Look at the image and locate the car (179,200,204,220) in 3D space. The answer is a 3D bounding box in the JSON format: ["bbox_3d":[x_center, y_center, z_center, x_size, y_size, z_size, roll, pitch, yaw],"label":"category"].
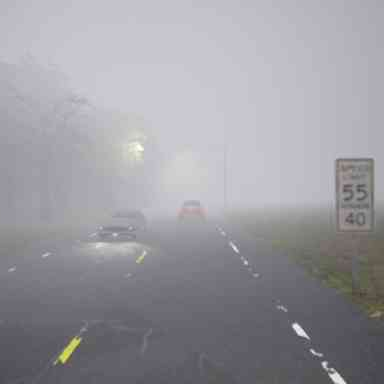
[{"bbox_3d":[0.009,1.484,29.439,2.097,1.767,4.553,0,-1,0],"label":"car"}]

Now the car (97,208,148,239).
[{"bbox_3d":[-3.531,1.586,17.897,2.033,1.411,5.357,0,0,0],"label":"car"}]

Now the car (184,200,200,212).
[{"bbox_3d":[0.002,1.876,46.065,2.128,1.511,4.902,0,-1,0],"label":"car"}]
